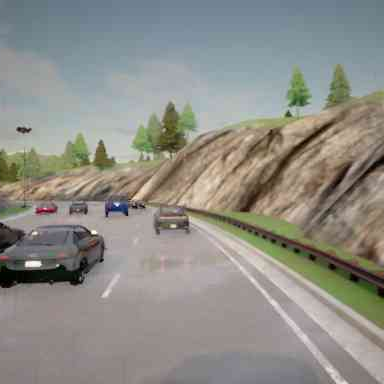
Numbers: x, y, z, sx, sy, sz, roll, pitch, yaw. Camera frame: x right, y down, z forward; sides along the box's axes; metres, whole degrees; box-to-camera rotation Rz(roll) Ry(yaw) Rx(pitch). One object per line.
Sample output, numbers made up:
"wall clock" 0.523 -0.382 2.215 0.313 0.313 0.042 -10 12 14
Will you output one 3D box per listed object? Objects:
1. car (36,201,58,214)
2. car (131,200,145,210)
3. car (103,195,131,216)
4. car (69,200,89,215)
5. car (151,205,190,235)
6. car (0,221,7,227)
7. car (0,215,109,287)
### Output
"car" -16.637 1.774 38.220 1.994 1.385 4.181 -1 0 -18
"car" -7.822 1.709 45.903 1.895 1.301 4.718 -1 0 -20
"car" -7.750 1.325 33.884 2.150 2.045 5.566 0 0 -15
"car" -12.594 1.653 37.077 2.128 1.511 4.902 0 0 -17
"car" -1.290 1.513 19.201 2.128 1.511 4.902 -1 0 -8
"car" -7.421 1.617 11.506 1.812 1.442 4.674 0 0 -5
"car" -3.769 1.612 9.575 1.994 1.385 4.181 -1 0 -4
